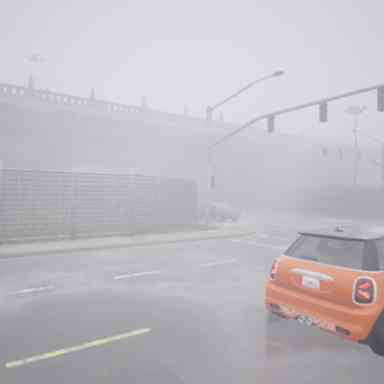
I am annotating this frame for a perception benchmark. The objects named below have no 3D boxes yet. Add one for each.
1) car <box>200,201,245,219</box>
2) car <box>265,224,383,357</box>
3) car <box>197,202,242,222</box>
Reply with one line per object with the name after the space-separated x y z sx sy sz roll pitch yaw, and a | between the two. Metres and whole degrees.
3.048 1.791 34.337 1.882 1.535 5.008 1 0 -35 | car
3.551 1.426 6.303 4.553 1.767 2.097 1 -1 -35 | car
2.170 1.778 29.550 1.837 1.490 4.892 1 0 -36 | car
